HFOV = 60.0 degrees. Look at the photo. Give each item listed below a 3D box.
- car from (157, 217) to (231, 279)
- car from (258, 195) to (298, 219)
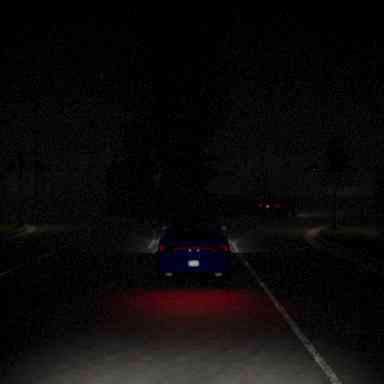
[{"bbox_3d":[0.063,1.514,10.227,1.882,1.535,5.008,0,0,0],"label":"car"},{"bbox_3d":[7.982,1.331,30.717,2.150,2.045,5.566,0,0,34],"label":"car"}]
